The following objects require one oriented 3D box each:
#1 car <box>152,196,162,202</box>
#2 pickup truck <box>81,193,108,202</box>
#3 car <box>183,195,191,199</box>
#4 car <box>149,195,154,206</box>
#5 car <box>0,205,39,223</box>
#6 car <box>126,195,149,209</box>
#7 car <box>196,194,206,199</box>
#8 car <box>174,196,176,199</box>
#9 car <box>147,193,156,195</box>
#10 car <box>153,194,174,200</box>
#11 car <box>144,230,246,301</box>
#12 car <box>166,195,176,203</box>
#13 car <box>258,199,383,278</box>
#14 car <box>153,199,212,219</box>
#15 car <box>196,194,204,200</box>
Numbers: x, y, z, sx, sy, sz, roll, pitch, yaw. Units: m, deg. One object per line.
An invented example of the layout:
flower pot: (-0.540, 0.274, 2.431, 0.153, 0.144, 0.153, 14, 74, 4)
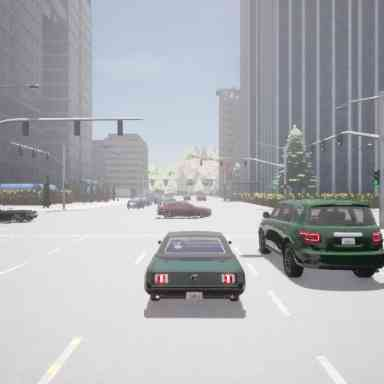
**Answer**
car: (-8.197, 1.543, 78.682, 1.994, 1.385, 4.181, 0, 0, -1)
pickup truck: (-21.238, 1.059, 73.302, 2.390, 2.098, 6.274, 0, 0, 30)
car: (-1.192, 1.500, 78.461, 1.837, 1.490, 4.892, 0, 0, -1)
car: (-7.931, 1.564, 55.468, 1.994, 1.385, 4.181, 0, 0, -1)
car: (-14.025, 1.601, 24.633, 4.718, 1.301, 1.895, 0, 0, 0)
car: (-7.864, 1.491, 46.557, 2.128, 1.511, 4.902, 0, 0, 1)
car: (2.304, 1.348, 78.733, 2.097, 1.767, 4.553, 0, 0, -1)
car: (-4.511, 1.491, 62.475, 2.128, 1.511, 4.902, 0, 0, 0)
car: (-8.032, 1.221, 66.188, 2.150, 2.045, 5.566, 0, 0, 0)
car: (-4.386, 1.491, 52.220, 2.128, 1.511, 4.902, 0, 0, -1)
car: (0.066, 1.601, 8.267, 1.895, 1.301, 4.718, 0, 0, 0)
car: (-4.607, 1.478, 72.784, 1.882, 1.535, 5.008, 0, 0, -1)
car: (3.576, 1.221, 10.299, 2.150, 2.045, 5.566, 0, 0, 0)
car: (-0.681, 1.525, 28.247, 4.674, 1.442, 1.812, 0, 0, 0)
car: (2.148, 1.386, 89.013, 1.882, 1.535, 5.008, 0, 0, -1)
